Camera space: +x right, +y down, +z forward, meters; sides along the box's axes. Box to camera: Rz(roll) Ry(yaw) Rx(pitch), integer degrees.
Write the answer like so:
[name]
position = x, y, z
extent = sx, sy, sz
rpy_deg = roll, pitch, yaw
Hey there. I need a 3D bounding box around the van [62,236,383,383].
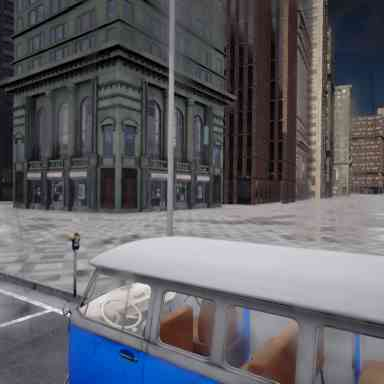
[van]
position = 0.722, 1.341, 2.477
extent = 3.998, 1.788, 1.690
rpy_deg = 0, 1, 35
